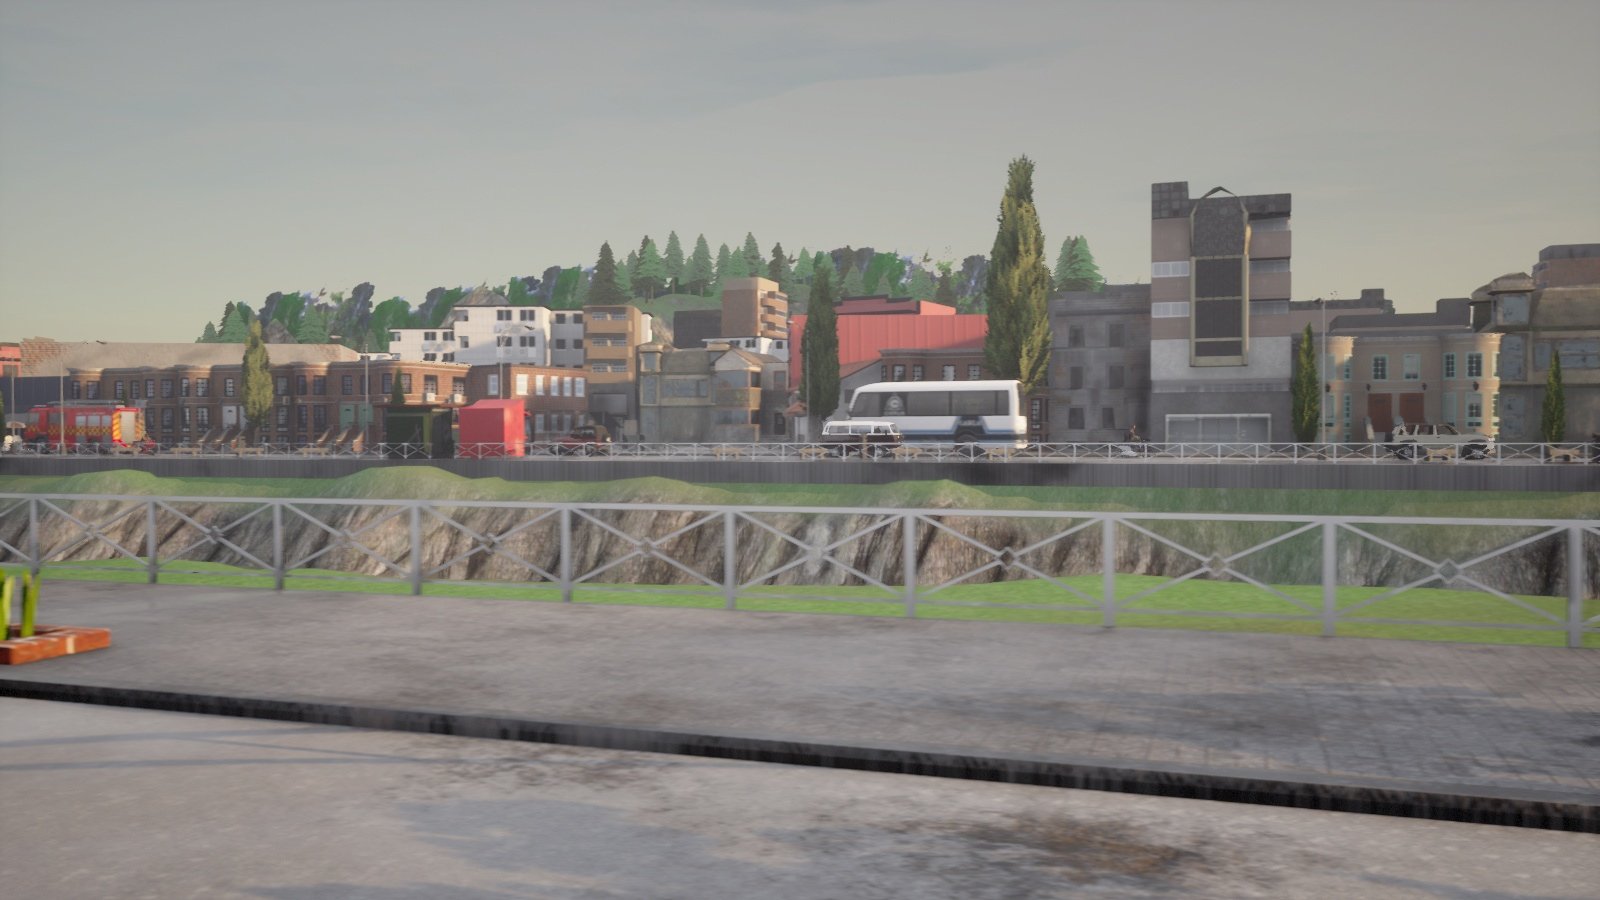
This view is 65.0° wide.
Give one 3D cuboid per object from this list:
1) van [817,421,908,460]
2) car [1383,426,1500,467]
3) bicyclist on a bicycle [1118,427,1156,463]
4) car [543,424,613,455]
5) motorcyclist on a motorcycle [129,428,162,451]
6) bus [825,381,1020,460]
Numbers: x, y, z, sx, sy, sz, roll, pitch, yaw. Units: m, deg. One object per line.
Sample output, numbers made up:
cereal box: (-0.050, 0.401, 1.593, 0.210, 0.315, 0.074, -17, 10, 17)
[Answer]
van: (3.390, -0.521, 67.682, 4.480, 2.038, 2.069, 1, 1, 19)
car: (29.945, -0.185, 58.758, 4.605, 1.855, 1.932, 1, 1, 19)
bicyclist on a bicycle: (16.944, -0.250, 63.129, 1.843, 1.776, 0.659, 0, 1, 19)
car: (-13.712, -0.673, 77.650, 3.866, 1.878, 1.905, 1, 1, 19)
motorcyclist on a motorcycle: (-43.486, -0.691, 83.442, 2.044, 1.523, 0.797, 1, 1, 19)
bus: (6.910, -1.656, 70.701, 10.273, 4.253, 3.944, 1, 1, 19)
